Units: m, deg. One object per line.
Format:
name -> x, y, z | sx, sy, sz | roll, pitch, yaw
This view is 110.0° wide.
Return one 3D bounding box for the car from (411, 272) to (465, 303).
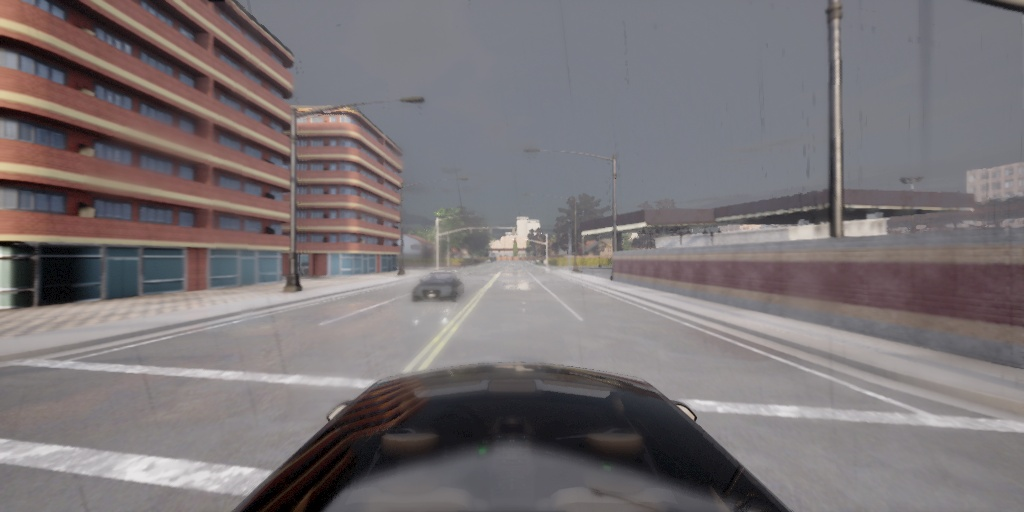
car -> -3.498, 1.506, 17.542 | 1.994, 1.385, 4.181 | 0, 0, 0
